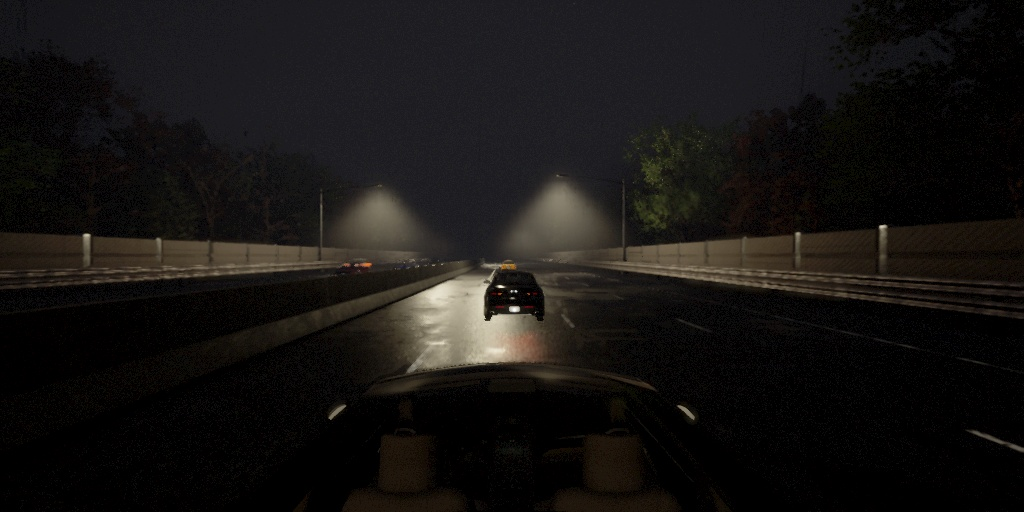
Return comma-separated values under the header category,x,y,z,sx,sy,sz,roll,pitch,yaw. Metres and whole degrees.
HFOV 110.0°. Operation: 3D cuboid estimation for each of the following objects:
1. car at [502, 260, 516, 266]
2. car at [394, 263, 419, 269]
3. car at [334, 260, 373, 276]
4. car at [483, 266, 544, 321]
category,x,y,z,sx,sy,sz,roll,pitch,yaw
car,-0.413,1.221,43.888,1.801,1.575,5.366,0,0,-1
car,-10.978,1.362,38.000,1.895,1.301,4.718,0,0,-1
car,-14.377,1.324,32.566,1.994,1.385,4.181,0,0,-1
car,0.057,1.259,12.567,1.837,1.490,4.892,0,0,0
